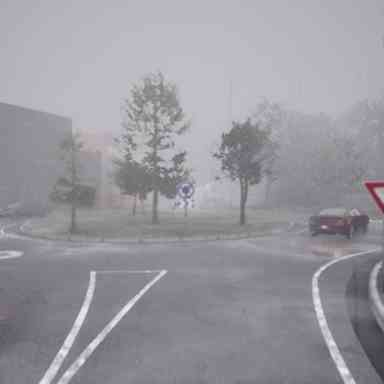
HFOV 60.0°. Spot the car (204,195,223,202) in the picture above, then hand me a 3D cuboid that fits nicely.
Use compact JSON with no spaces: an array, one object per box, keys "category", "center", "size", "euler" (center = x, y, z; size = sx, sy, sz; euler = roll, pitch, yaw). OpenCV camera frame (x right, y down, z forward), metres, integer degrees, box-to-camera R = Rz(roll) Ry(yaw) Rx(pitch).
[{"category":"car","center":[6.209,1.993,93.316],"size":[5.566,2.045,2.435],"euler":[0,-1,0]}]

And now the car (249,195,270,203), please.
[{"category":"car","center":[18.733,2.089,90.508],"size":[4.553,1.767,2.185],"euler":[0,0,0]}]

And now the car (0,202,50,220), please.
[{"category":"car","center":[-14.849,1.611,29.076],"size":[2.033,1.411,5.357],"euler":[0,0,19]}]

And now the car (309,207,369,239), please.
[{"category":"car","center":[7.924,1.510,17.699],"size":[1.882,1.535,5.008],"euler":[0,0,41]}]
